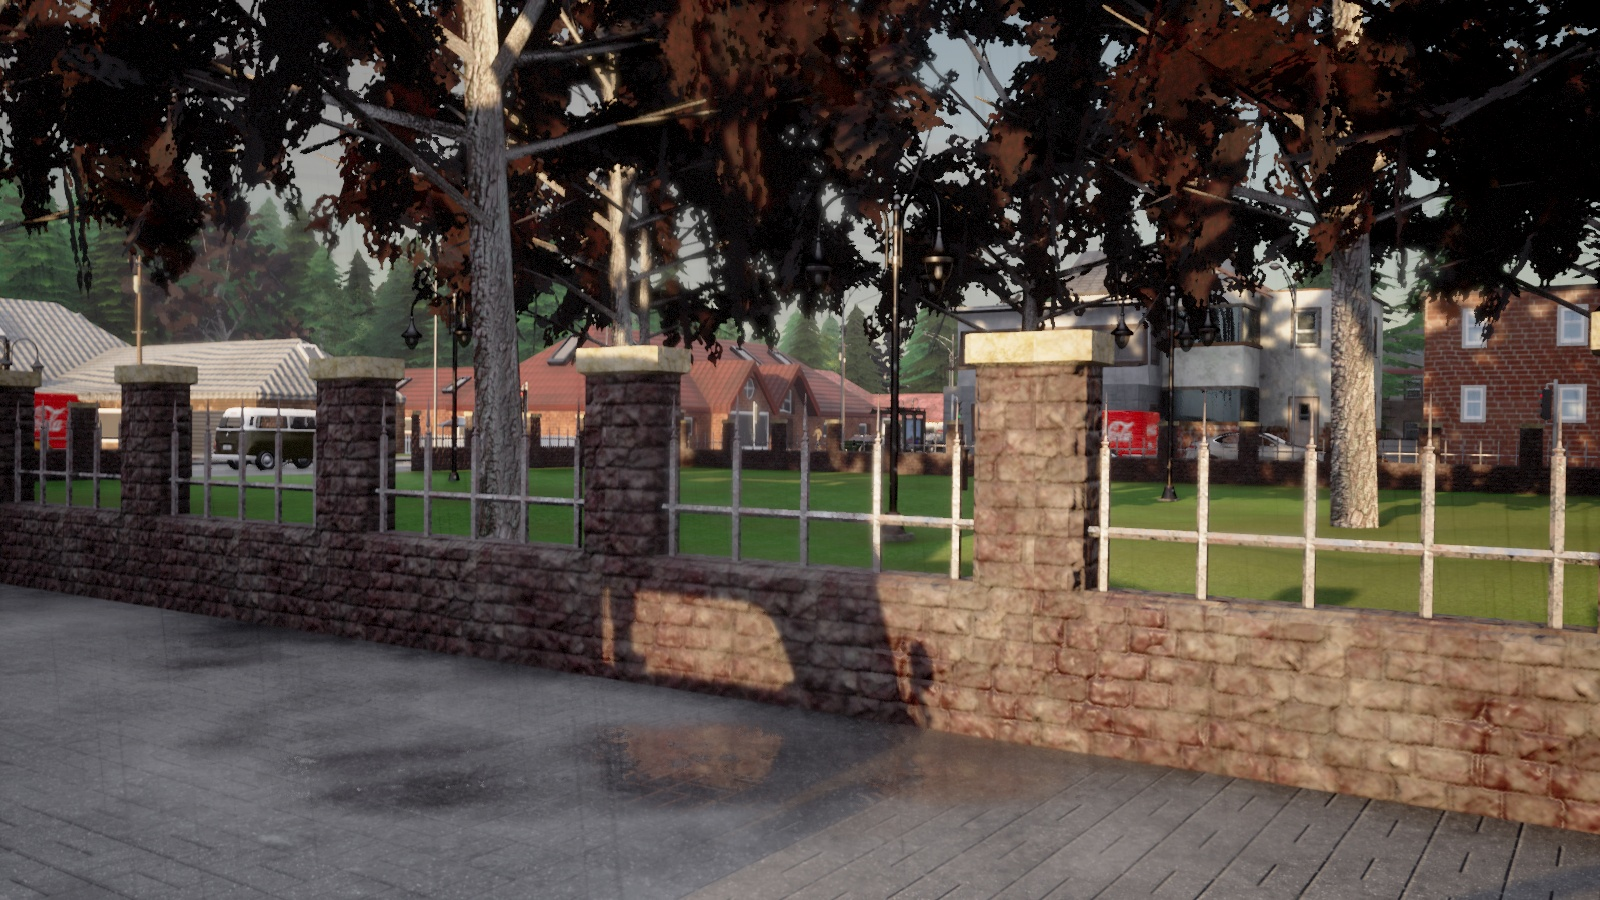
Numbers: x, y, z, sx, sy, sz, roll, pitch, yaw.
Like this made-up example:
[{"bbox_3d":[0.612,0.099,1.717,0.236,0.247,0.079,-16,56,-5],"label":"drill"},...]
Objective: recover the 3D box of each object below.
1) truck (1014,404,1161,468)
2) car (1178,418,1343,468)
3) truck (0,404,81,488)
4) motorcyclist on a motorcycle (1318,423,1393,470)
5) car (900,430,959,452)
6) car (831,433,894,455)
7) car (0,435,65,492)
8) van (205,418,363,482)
[{"bbox_3d":[11.630,-0.583,50.865,5.204,2.467,2.627,1,1,33],"label":"truck"},{"bbox_3d":[15.818,-0.244,43.175,5.027,1.651,2.152,0,1,31],"label":"car"},{"bbox_3d":[-24.733,-0.115,37.360,2.627,2.467,5.204,0,0,37],"label":"truck"},{"bbox_3d":[19.975,-0.133,45.195,2.350,1.649,0.766,0,1,37],"label":"motorcyclist on a motorcycle"},{"bbox_3d":[9.185,-0.649,88.790,2.163,1.488,4.792,0,1,34],"label":"car"},{"bbox_3d":[4.089,-0.398,81.109,1.895,1.301,4.718,0,1,34],"label":"car"},{"bbox_3d":[-22.671,0.380,33.475,1.882,1.535,5.008,0,1,32],"label":"car"},{"bbox_3d":[-17.128,-0.039,41.869,2.069,2.038,4.480,0,1,32],"label":"van"}]
